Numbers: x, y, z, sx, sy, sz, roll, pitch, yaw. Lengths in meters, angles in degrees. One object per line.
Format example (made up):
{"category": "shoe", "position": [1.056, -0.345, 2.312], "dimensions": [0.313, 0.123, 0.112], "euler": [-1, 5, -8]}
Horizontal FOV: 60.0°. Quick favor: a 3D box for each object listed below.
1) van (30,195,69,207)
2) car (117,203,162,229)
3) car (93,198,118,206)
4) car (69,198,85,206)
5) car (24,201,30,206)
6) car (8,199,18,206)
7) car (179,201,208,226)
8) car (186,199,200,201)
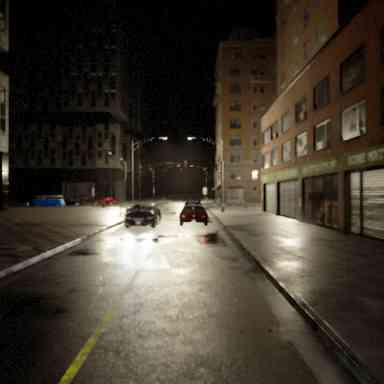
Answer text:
{"category": "van", "position": [-20.092, 1.367, 47.035], "dimensions": [3.998, 1.788, 1.690], "euler": [0, 0, 0]}
{"category": "car", "position": [-3.037, 1.467, 21.330], "dimensions": [2.128, 1.511, 4.902], "euler": [0, 0, 1]}
{"category": "car", "position": [-14.438, 1.631, 55.551], "dimensions": [4.206, 1.307, 1.802], "euler": [0, 0, 0]}
{"category": "car", "position": [-20.086, 1.655, 55.560], "dimensions": [4.313, 1.339, 1.947], "euler": [0, 0, 0]}
{"category": "car", "position": [-25.735, 1.680, 55.569], "dimensions": [4.403, 1.369, 2.008], "euler": [0, 0, 0]}
{"category": "car", "position": [-31.383, 1.751, 55.578], "dimensions": [4.206, 1.307, 1.802], "euler": [0, 0, 0]}
{"category": "car", "position": [0.112, 1.573, 23.306], "dimensions": [1.895, 1.301, 4.718], "euler": [0, 0, 0]}
{"category": "car", "position": [0.118, 1.431, 34.621], "dimensions": [1.882, 1.535, 5.008], "euler": [0, 0, 0]}
